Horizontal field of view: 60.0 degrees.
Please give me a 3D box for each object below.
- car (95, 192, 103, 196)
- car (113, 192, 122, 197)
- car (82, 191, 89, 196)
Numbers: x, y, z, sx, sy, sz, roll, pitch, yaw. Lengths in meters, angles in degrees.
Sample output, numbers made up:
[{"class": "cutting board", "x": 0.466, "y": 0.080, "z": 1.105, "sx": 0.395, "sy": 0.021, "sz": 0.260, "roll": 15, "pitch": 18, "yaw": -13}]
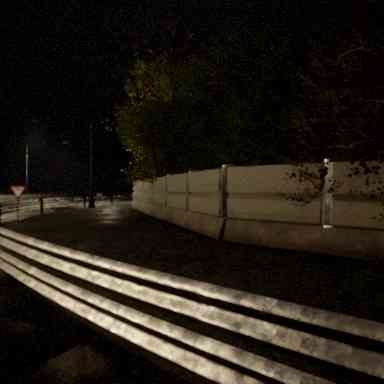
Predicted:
[{"class": "car", "x": -24.830, "y": 0.694, "z": 89.005, "sx": 1.895, "sy": 1.301, "sz": 4.718, "roll": 0, "pitch": 0, "yaw": -18}, {"class": "car", "x": -19.878, "y": 0.690, "z": 88.780, "sx": 1.994, "sy": 1.385, "sz": 4.181, "roll": 0, "pitch": 0, "yaw": -2}, {"class": "car", "x": -28.200, "y": 0.557, "z": 88.067, "sx": 1.882, "sy": 1.535, "sz": 5.008, "roll": 0, "pitch": 0, "yaw": -18}]
